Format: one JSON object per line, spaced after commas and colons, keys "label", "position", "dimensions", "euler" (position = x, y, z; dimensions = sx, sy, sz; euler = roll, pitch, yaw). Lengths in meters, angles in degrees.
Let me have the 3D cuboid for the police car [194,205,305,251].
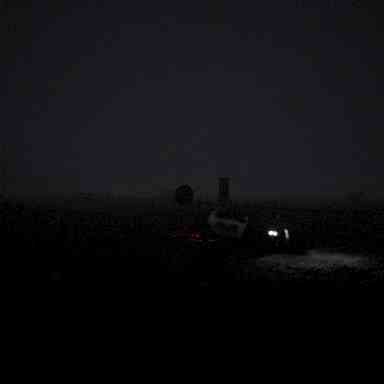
{"label": "police car", "position": [2.224, 1.368, 13.655], "dimensions": [2.038, 1.542, 4.974], "euler": [1, 1, -36]}
